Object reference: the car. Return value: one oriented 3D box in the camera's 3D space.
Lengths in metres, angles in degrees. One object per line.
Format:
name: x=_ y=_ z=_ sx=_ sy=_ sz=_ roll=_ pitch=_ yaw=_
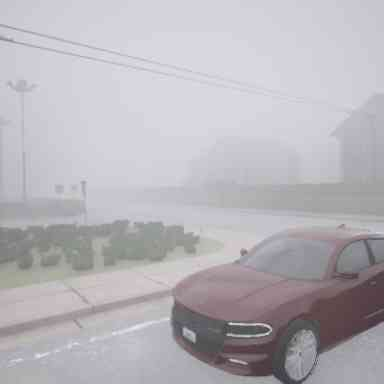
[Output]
car: x=2.000 y=1.353 z=5.394 sx=5.008 sy=1.535 sz=1.882 roll=-2 pitch=1 yaw=-35
